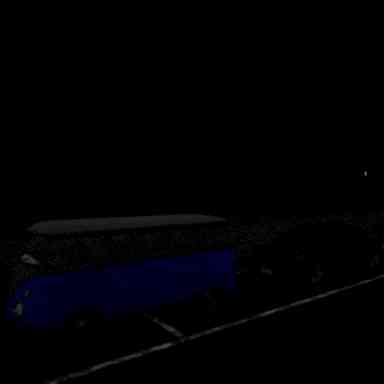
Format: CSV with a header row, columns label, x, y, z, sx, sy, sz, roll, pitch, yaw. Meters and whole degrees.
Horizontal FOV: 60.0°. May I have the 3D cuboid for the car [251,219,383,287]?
label,x,y,z,sx,sy,sz,roll,pitch,yaw
car,3.546,1.509,9.183,4.313,1.339,1.947,0,0,-36

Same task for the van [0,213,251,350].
label,x,y,z,sx,sy,sz,roll,pitch,yaw
van,-1.043,1.324,5.908,3.998,1.788,1.690,0,0,-36
